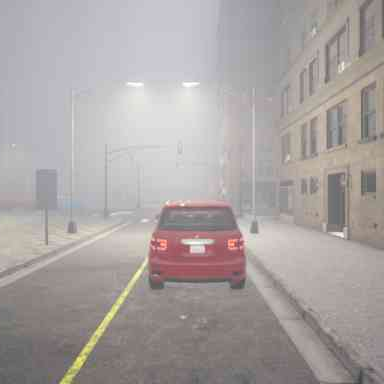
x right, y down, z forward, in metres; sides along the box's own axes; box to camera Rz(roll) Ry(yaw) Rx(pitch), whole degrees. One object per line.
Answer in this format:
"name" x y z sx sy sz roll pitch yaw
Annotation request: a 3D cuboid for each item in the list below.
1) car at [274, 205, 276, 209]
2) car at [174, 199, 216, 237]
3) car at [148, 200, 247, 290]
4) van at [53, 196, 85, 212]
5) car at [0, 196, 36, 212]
"car" 12.222 1.533 39.325 4.829 1.417 1.752 0 0 -1
"car" 0.149 1.356 18.823 2.097 1.767 4.553 0 0 0
"car" 0.122 1.222 9.234 2.150 2.045 5.566 0 0 0
"van" -14.622 1.393 38.990 3.998 1.788 1.690 0 0 -1
"car" -20.262 1.366 38.919 5.009 1.841 2.192 0 0 -1
